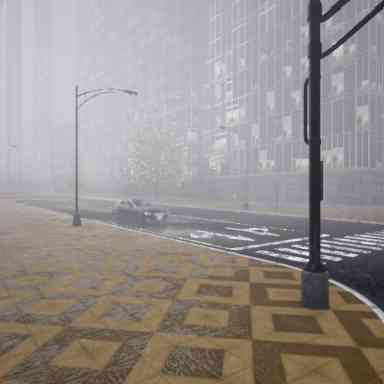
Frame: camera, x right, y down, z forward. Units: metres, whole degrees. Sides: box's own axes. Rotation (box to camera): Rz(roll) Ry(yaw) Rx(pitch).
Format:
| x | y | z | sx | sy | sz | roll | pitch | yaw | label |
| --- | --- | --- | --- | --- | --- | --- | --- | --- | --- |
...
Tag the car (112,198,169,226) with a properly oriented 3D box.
| x | y | z | sx | sy | sz | roll | pitch | yaw | label |
| --- | --- | --- | --- | --- | --- | --- | --- | --- | --- |
| -3.343 | 1.166 | 20.964 | 2.128 | 1.511 | 4.902 | 0 | 1 | -38 | car |
